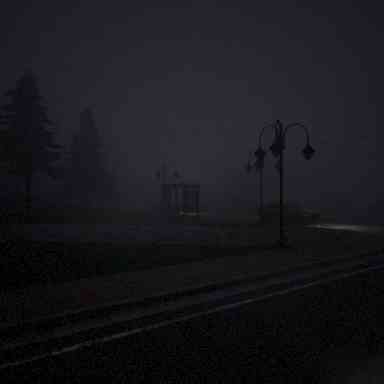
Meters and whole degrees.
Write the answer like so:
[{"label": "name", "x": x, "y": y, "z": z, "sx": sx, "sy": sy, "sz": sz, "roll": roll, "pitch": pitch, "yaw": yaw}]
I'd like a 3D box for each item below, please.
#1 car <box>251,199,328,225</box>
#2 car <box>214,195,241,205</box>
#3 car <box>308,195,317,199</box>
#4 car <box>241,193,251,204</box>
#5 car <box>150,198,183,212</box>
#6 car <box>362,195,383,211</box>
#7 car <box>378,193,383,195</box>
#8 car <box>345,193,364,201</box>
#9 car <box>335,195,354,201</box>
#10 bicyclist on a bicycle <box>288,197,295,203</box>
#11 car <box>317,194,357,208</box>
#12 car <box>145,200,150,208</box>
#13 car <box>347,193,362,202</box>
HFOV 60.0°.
[{"label": "car", "x": 7.103, "y": 1.492, "z": 24.789, "sx": 1.882, "sy": 1.535, "sz": 5.008, "roll": 0, "pitch": 0, "yaw": -36}, {"label": "car", "x": 5.701, "y": 1.354, "z": 56.961, "sx": 2.007, "sy": 1.523, "sz": 4.514, "roll": 0, "pitch": 0, "yaw": -36}, {"label": "car", "x": 22.325, "y": 1.333, "z": 59.455, "sx": 1.845, "sy": 1.501, "sz": 3.633, "roll": 0, "pitch": 0, "yaw": -36}, {"label": "car", "x": 8.224, "y": 1.344, "z": 58.825, "sx": 2.152, "sy": 1.636, "sz": 5.027, "roll": 0, "pitch": 0, "yaw": -36}, {"label": "car", "x": -2.589, "y": 1.578, "z": 38.123, "sx": 1.994, "sy": 1.385, "sz": 4.181, "roll": 0, "pitch": 0, "yaw": -36}, {"label": "car", "x": 20.825, "y": 1.388, "z": 35.771, "sx": 1.845, "sy": 1.501, "sz": 3.633, "roll": 0, "pitch": 0, "yaw": -36}, {"label": "car", "x": 41.040, "y": 1.110, "z": 71.876, "sx": 1.932, "sy": 1.855, "sz": 4.605, "roll": 0, "pitch": 0, "yaw": -36}, {"label": "car", "x": 39.147, "y": 1.090, "z": 80.191, "sx": 1.905, "sy": 1.878, "sz": 3.866, "roll": 0, "pitch": 0, "yaw": -36}, {"label": "car", "x": 36.086, "y": 1.374, "z": 78.758, "sx": 1.970, "sy": 1.475, "sz": 3.806, "roll": 0, "pitch": 0, "yaw": -36}, {"label": "bicyclist on a bicycle", "x": 9.968, "y": 1.315, "z": 33.567, "sx": 1.656, "sy": 1.620, "sz": 0.582, "roll": 0, "pitch": 0, "yaw": -36}, {"label": "car", "x": 18.942, "y": 1.398, "z": 43.543, "sx": 1.970, "sy": 1.475, "sz": 3.806, "roll": 0, "pitch": 0, "yaw": -36}, {"label": "car", "x": -4.942, "y": 1.540, "z": 47.463, "sx": 1.812, "sy": 1.442, "sz": 4.674, "roll": 0, "pitch": 0, "yaw": -36}, {"label": "car", "x": 30.485, "y": 1.311, "z": 65.223, "sx": 2.007, "sy": 1.523, "sz": 4.514, "roll": 0, "pitch": 0, "yaw": -36}]
